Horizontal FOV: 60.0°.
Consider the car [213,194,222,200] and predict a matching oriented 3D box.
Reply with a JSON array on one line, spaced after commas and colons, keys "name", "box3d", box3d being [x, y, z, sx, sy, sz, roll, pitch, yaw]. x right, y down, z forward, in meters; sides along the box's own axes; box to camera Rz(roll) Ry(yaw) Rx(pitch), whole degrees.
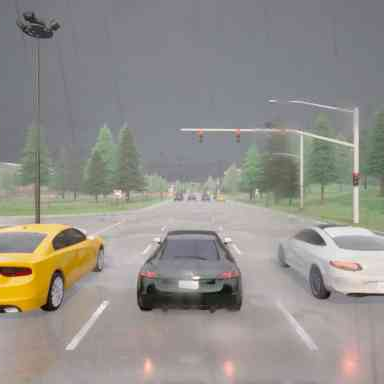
[{"name": "car", "box3d": [7.006, 1.385, 92.111, 1.994, 1.385, 4.181, 0, 0, 0]}]

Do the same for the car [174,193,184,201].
[{"name": "car", "box3d": [-3.495, 1.587, 82.138, 1.895, 1.301, 4.718, 0, 0, 0]}]

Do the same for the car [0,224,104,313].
[{"name": "car", "box3d": [-3.487, 1.478, 7.761, 1.882, 1.535, 5.008, 0, 0, 0]}]

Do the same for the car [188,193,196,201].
[{"name": "car", "box3d": [0.005, 1.347, 82.078, 2.097, 1.767, 4.553, 0, 0, 0]}]

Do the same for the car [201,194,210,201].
[{"name": "car", "box3d": [3.505, 1.545, 82.108, 1.994, 1.385, 4.181, 0, 0, 0]}]

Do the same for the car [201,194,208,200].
[{"name": "car", "box3d": [3.506, 1.332, 92.111, 1.837, 1.490, 4.892, 0, 0, 0]}]

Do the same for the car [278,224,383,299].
[{"name": "car", "box3d": [3.519, 1.526, 8.305, 1.812, 1.442, 4.674, 0, 0, 1]}]

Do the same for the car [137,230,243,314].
[{"name": "car", "box3d": [0.002, 1.564, 7.732, 1.994, 1.385, 4.181, 0, 0, 2]}]

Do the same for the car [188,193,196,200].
[{"name": "car", "box3d": [0.006, 1.187, 92.081, 2.097, 1.767, 4.553, 0, 0, 0]}]

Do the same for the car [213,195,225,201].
[{"name": "car", "box3d": [7.005, 1.469, 81.691, 1.882, 1.535, 5.008, 0, 0, 0]}]
